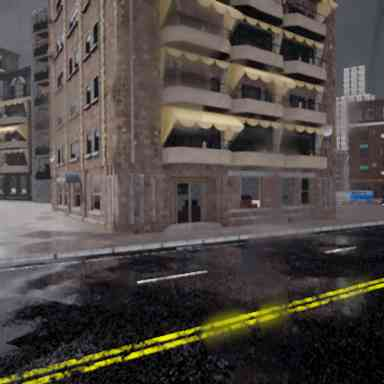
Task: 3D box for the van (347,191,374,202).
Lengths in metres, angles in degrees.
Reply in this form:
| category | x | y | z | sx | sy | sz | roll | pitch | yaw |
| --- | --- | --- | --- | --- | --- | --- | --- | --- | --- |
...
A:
| category | x | y | z | sx | sy | sz | roll | pitch | yaw |
| --- | --- | --- | --- | --- | --- | --- | --- | --- | --- |
| van | 28.430 | 0.689 | 56.010 | 3.998 | 1.788 | 1.690 | 1 | 0 | 25 |
